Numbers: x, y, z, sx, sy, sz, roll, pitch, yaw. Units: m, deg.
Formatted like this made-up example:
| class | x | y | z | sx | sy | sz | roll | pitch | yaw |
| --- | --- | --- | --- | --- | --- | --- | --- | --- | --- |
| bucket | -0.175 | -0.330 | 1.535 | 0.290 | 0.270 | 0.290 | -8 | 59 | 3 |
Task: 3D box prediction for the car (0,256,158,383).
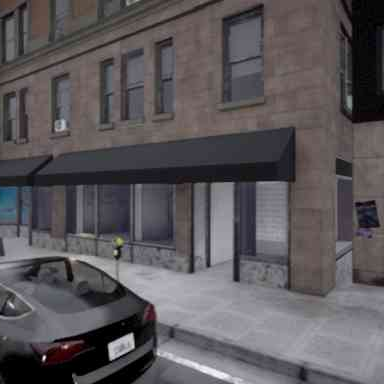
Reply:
| class | x | y | z | sx | sy | sz | roll | pitch | yaw |
| --- | --- | --- | --- | --- | --- | --- | --- | --- | --- |
| car | -2.388 | 1.568 | 4.509 | 4.313 | 1.339 | 1.947 | 0 | 0 | 35 |
